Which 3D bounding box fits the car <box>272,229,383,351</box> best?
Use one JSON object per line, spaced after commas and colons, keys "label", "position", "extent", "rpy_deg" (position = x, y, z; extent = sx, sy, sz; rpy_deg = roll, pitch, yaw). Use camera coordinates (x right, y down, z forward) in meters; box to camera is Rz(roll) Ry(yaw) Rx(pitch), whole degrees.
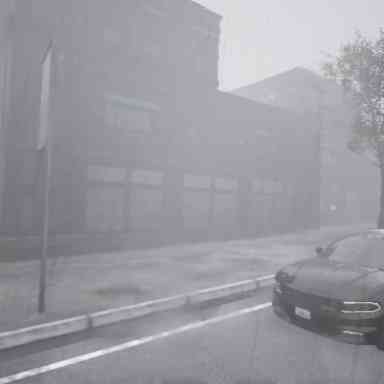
{"label": "car", "position": [3.642, 1.483, 6.284], "extent": [5.008, 1.535, 1.882], "rpy_deg": [0, 0, -36]}
